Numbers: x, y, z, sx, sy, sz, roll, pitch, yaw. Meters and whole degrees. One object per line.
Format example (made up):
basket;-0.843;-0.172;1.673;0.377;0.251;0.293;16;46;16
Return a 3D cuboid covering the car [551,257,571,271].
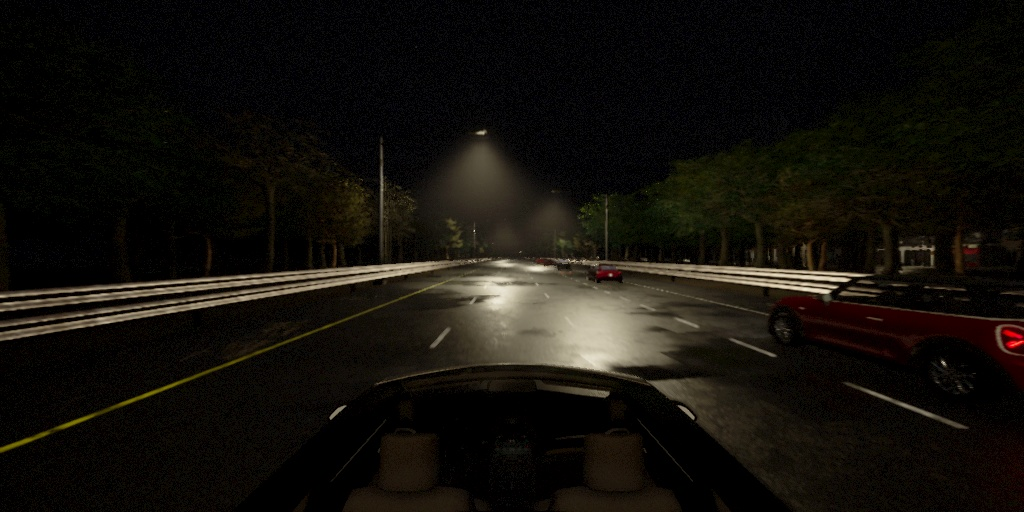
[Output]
car;7.127;1.277;50.500;2.128;1.511;4.902;0;0;0

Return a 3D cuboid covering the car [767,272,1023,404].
car;7.000;1.105;6.491;2.097;1.767;4.553;0;0;0

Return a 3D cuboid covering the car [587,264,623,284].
car;7.038;1.332;27.560;1.994;1.385;4.181;0;0;0
